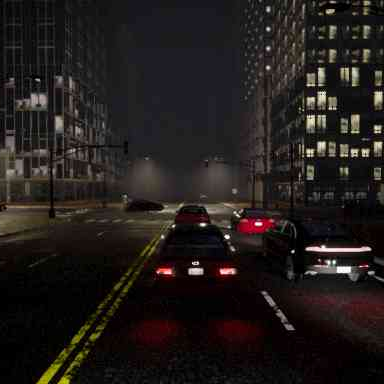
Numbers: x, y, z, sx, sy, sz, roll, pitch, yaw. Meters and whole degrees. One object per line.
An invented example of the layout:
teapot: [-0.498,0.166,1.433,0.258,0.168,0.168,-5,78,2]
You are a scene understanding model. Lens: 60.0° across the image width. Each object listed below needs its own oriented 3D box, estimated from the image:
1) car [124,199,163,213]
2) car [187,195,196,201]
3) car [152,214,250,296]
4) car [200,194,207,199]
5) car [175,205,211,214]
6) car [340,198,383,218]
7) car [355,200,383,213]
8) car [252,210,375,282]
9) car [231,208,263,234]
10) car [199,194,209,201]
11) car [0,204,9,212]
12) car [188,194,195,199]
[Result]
car: [-5.217,1.490,35.973,4.181,1.385,1.994,0,1,-31]
car: [-0.193,1.442,81.412,1.812,1.442,4.674,0,0,0]
car: [0.081,1.544,8.779,2.033,1.411,5.357,0,0,0]
car: [3.033,1.266,91.421,1.812,1.442,4.674,0,0,0]
car: [0.061,1.468,18.599,1.882,1.535,5.008,0,0,1]
car: [16.130,1.519,30.245,5.009,1.841,2.192,1,0,1]
car: [21.719,1.642,38.545,4.829,1.417,1.752,1,0,1]
car: [3.326,1.487,9.694,2.128,1.511,4.902,0,0,0]
car: [3.306,1.554,18.494,1.994,1.385,4.181,0,0,0]
car: [3.057,1.513,81.449,1.895,1.301,4.718,0,0,0]
car: [-21.107,1.430,33.364,4.718,1.301,1.895,1,1,1]
car: [-0.217,1.337,91.444,1.895,1.301,4.718,0,0,0]
